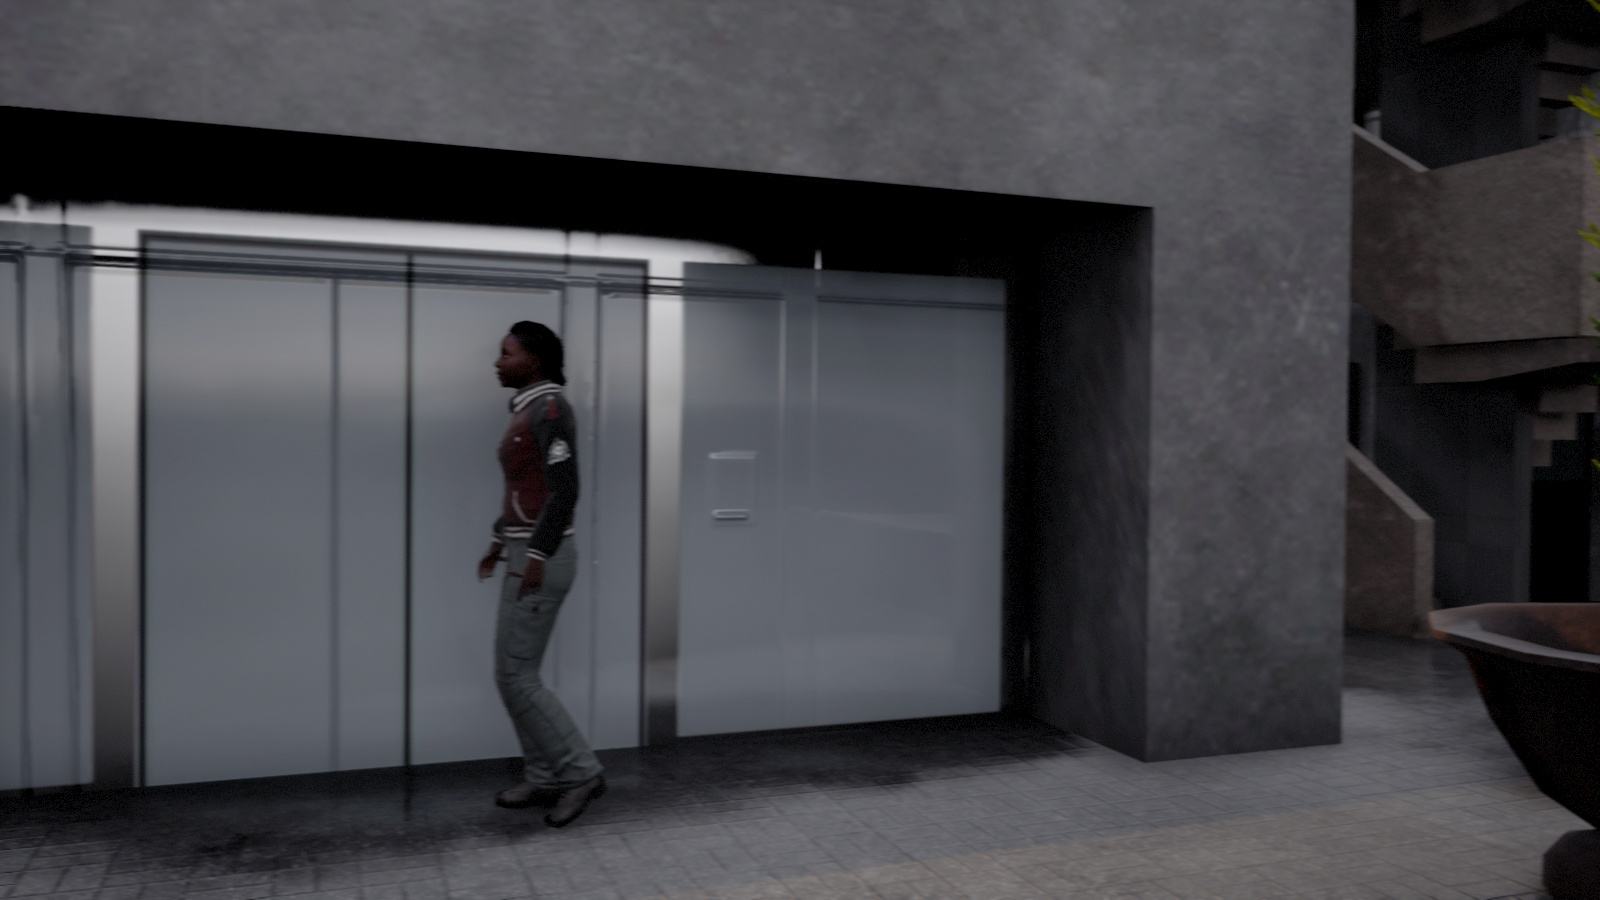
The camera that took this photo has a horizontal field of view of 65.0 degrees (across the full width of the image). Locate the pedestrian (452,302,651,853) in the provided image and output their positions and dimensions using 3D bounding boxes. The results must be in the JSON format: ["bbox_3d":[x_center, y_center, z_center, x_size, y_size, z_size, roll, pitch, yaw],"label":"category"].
[{"bbox_3d":[-0.931,0.442,4.677,0.666,1.930,0.402,-1,1,-17],"label":"pedestrian"}]
